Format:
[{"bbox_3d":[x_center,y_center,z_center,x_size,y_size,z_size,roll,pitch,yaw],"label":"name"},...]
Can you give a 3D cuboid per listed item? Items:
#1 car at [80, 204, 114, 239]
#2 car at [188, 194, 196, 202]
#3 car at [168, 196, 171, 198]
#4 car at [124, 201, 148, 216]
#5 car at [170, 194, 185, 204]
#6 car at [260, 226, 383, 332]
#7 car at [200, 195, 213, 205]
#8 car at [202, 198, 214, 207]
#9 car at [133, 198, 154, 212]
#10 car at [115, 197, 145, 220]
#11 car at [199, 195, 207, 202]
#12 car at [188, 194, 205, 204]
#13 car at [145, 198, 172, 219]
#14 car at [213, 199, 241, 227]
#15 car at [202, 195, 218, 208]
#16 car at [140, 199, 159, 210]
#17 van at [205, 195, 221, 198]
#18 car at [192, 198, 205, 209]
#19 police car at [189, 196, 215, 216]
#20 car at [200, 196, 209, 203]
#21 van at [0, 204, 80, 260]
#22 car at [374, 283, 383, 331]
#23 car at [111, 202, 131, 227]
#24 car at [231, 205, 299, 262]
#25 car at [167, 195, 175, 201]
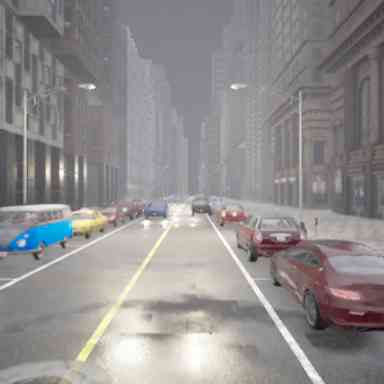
[{"bbox_3d":[-5.765,1.575,17.677,1.752,1.417,4.829,0,0,0],"label":"car"},{"bbox_3d":[0.001,1.463,80.207,2.097,1.767,4.553,0,0,0],"label":"car"},{"bbox_3d":[-5.767,1.771,73.867,1.887,1.381,4.507,0,0,0],"label":"car"},{"bbox_3d":[-5.765,1.680,34.653,1.802,1.307,4.206,0,0,0],"label":"car"},{"bbox_3d":[-3.001,1.762,71.208,1.994,1.385,4.181,0,0,0],"label":"car"},{"bbox_3d":[2.760,1.600,6.659,1.802,1.307,4.206,0,0,0],"label":"car"},{"bbox_3d":[2.758,1.502,62.676,2.192,1.841,5.009,0,0,0],"label":"car"},{"bbox_3d":[2.759,1.750,57.074,1.802,1.307,4.206,0,0,0],"label":"car"},{"bbox_3d":[-5.766,1.554,40.255,1.967,1.590,4.097,0,0,0],"label":"car"},{"bbox_3d":[-5.766,1.396,29.051,2.192,1.841,5.009,0,0,0],"label":"car"},{"bbox_3d":[2.758,1.706,85.082,1.967,1.590,4.097,0,0,0],"label":"car"},{"bbox_3d":[0.899,1.475,43.478,2.097,1.767,4.553,0,0,0],"label":"car"},{"bbox_3d":[-3.098,1.562,30.064,1.882,1.535,5.008,0,0,0],"label":"car"},{"bbox_3d":[2.760,1.506,23.463,1.967,1.590,4.097,0,0,0],"label":"car"},{"bbox_3d":[2.758,1.464,51.472,2.192,1.841,5.009,0,0,0],"label":"car"},{"bbox_3d":[-5.766,1.682,45.857,2.008,1.369,4.403,0,0,0],"label":"car"},{"bbox_3d":[2.759,1.455,40.269,1.690,1.788,3.998,0,0,0],"label":"van"},{"bbox_3d":[0.899,1.669,49.507,1.812,1.442,4.674,0,0,0],"label":"car"},{"bbox_3d":[0.900,1.520,33.617,1.930,1.638,5.238,0,0,0],"label":"police car"},{"bbox_3d":[2.758,1.666,73.879,1.967,1.590,4.097,0,0,0],"label":"car"},{"bbox_3d":[-5.765,1.375,12.245,1.690,1.788,3.998,0,0,0],"label":"van"},{"bbox_3d":[2.761,1.569,1.057,1.947,1.339,4.313,0,0,0],"label":"car"},{"bbox_3d":[-5.765,1.647,23.448,1.802,1.307,4.206,0,0,0],"label":"car"},{"bbox_3d":[2.760,1.474,12.260,1.967,1.590,4.097,0,0,0],"label":"car"},{"bbox_3d":[-5.767,1.726,90.674,1.967,1.590,4.097,0,0,0],"label":"car"}]
